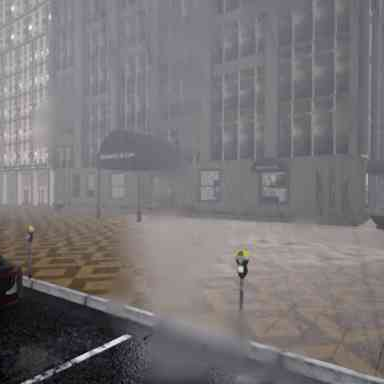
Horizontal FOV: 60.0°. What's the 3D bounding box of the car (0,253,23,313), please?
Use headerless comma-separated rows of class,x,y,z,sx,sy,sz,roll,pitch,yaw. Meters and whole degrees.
car,-4.978,1.561,6.443,4.313,1.339,1.947,0,1,36
